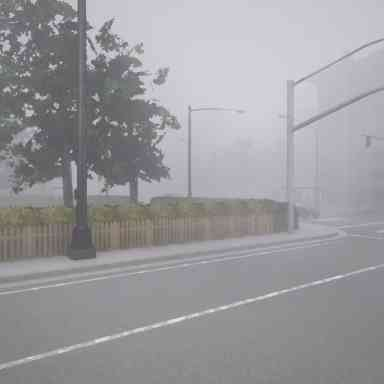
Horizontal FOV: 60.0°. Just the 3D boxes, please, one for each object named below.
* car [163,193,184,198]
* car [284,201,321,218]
[{"bbox_3d":[-2.297,1.221,47.257,2.150,2.045,5.566,0,0,-35],"label":"car"},{"bbox_3d":[9.406,1.526,30.334,1.812,1.442,4.674,0,0,-35],"label":"car"}]
